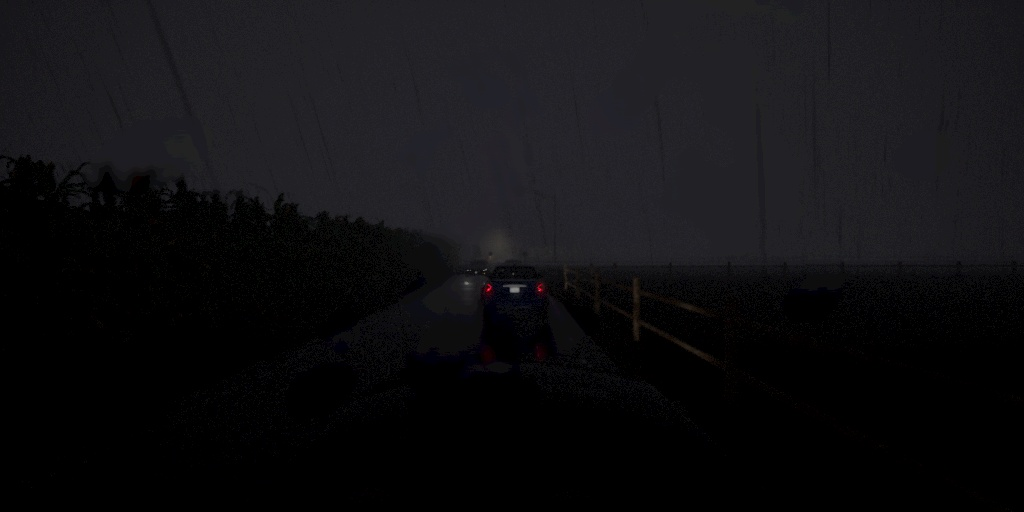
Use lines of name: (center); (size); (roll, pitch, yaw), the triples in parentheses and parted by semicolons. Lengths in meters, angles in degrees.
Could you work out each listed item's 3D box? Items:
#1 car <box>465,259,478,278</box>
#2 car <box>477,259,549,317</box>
car: (-2.844, 1.049, 30.820); (1.837, 1.490, 4.892); (0, 0, 0)
car: (0.091, 1.024, 12.915); (2.097, 1.767, 4.553); (0, 0, 0)
